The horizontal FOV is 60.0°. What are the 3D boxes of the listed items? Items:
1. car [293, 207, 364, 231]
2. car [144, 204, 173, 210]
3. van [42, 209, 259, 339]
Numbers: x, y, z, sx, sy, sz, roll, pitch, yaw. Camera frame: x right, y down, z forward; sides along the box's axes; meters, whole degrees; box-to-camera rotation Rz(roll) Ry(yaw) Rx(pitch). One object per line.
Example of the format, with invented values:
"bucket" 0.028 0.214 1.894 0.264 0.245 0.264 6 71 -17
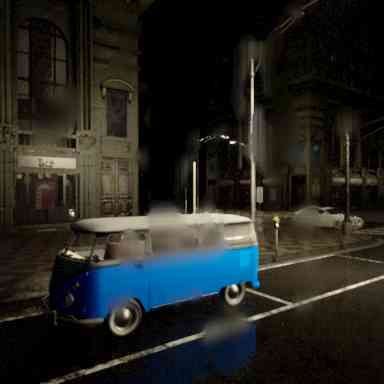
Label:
"car" 8.888 1.724 22.053 1.812 1.442 4.674 0 -1 -32
"car" -4.009 2.135 40.409 2.033 1.411 5.357 0 -1 -36
"van" -0.539 1.340 6.289 3.998 1.788 1.690 0 0 -36
